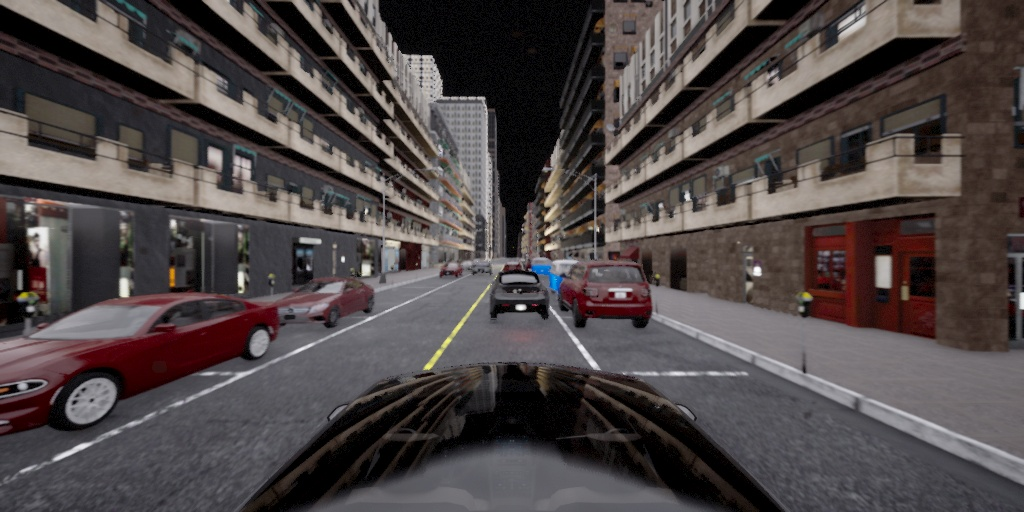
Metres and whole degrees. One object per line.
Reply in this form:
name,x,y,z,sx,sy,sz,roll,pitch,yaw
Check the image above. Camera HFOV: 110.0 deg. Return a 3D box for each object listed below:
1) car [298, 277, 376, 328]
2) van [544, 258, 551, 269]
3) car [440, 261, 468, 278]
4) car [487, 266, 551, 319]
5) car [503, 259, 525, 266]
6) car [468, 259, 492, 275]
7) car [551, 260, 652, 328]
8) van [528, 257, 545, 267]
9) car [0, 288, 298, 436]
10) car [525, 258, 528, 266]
car,-5.689,1.327,11.292,1.802,1.307,4.207,0,0,0
van,2.692,1.083,16.976,1.690,1.789,3.998,0,0,0
car,-5.687,1.282,34.021,1.888,1.381,4.507,0,0,0
car,0.178,1.248,12.750,1.837,1.490,4.892,0,0,-2
car,0.104,1.213,38.416,1.882,1.535,5.008,0,0,0
car,-3.069,1.299,37.647,1.994,1.385,4.181,0,0,0
car,2.691,1.060,11.293,2.192,1.841,5.009,0,0,0
van,2.694,1.077,34.023,1.690,1.789,3.998,0,0,0
car,-5.689,1.293,5.609,1.888,1.381,4.507,0,0,0
car,2.695,1.048,45.387,2.192,1.841,5.009,0,0,0
